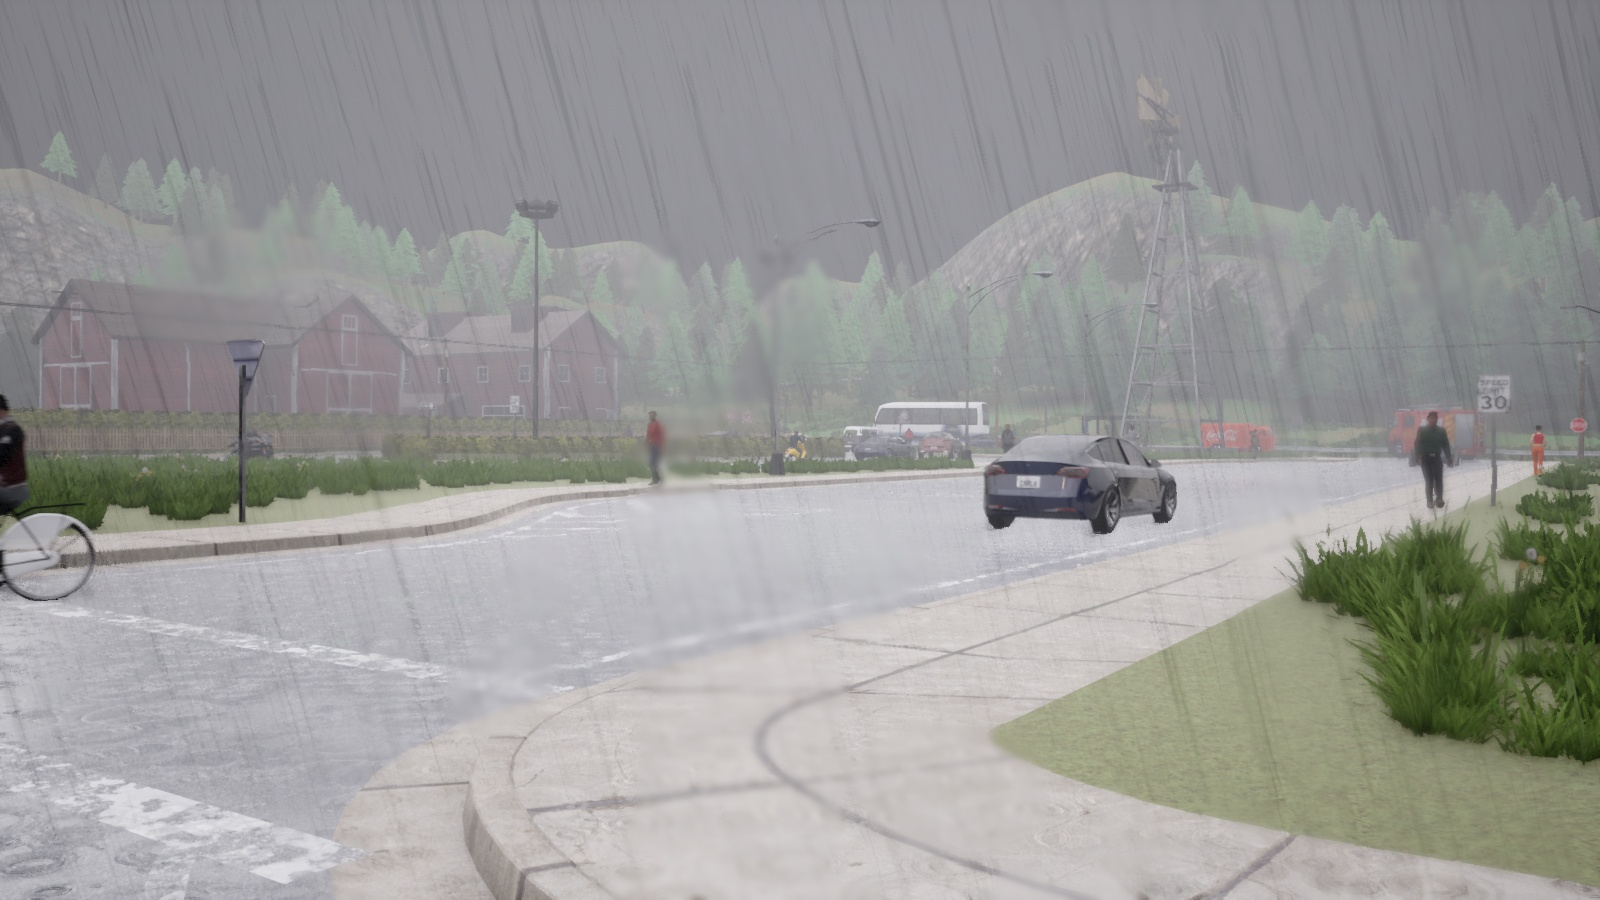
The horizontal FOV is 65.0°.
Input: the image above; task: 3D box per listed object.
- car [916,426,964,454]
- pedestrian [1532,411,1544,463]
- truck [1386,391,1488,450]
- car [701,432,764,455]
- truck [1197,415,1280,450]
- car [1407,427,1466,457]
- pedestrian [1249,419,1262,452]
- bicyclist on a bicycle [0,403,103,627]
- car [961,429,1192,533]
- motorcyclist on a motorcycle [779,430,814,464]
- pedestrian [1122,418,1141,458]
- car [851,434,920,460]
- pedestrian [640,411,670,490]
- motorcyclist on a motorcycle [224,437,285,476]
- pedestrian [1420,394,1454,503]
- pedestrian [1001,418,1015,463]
[{"bbox_3d":[8.571,-0.613,76.574,2.152,1.651,5.027,0,1,16],"label":"car"},{"bbox_3d":[25.954,-0.452,44.159,0.345,1.836,0.594,0,1,30],"label":"pedestrian"},{"bbox_3d":[43.464,-2.003,86.026,2.891,3.827,8.468,0,1,2],"label":"truck"},{"bbox_3d":[-4.562,-0.452,85.779,2.007,1.525,4.514,0,1,33],"label":"car"},{"bbox_3d":[31.824,-1.287,91.120,5.204,2.467,2.627,0,1,34],"label":"truck"},{"bbox_3d":[32.038,-0.421,63.152,2.163,1.488,4.792,0,1,33],"label":"car"},{"bbox_3d":[26.514,-0.850,73.033,0.692,1.930,0.396,-1,1,-37],"label":"pedestrian"},{"bbox_3d":[-6.741,0.525,10.110,1.843,1.776,0.659,-1,0,-43],"label":"bicyclist on a bicycle"},{"bbox_3d":[4.654,0.409,20.533,2.163,1.488,4.792,0,1,33],"label":"car"},{"bbox_3d":[-0.166,-0.147,61.032,0.866,1.590,1.817,0,1,33],"label":"motorcyclist on a motorcycle"},{"bbox_3d":[16.183,-0.597,61.324,0.659,1.952,0.873,0,1,30],"label":"pedestrian"},{"bbox_3d":[4.692,-0.182,68.452,1.994,1.385,4.181,0,1,33],"label":"car"},{"bbox_3d":[-3.436,0.010,29.859,0.331,1.846,0.636,0,1,41],"label":"pedestrian"},{"bbox_3d":[-21.978,0.275,50.598,2.191,1.530,0.866,0,2,19],"label":"motorcyclist on a motorcycle"},{"bbox_3d":[11.687,-0.034,23.045,0.423,1.949,0.788,0,1,17],"label":"pedestrian"},{"bbox_3d":[8.589,-0.401,51.934,0.540,1.848,0.694,0,1,11],"label":"pedestrian"}]
